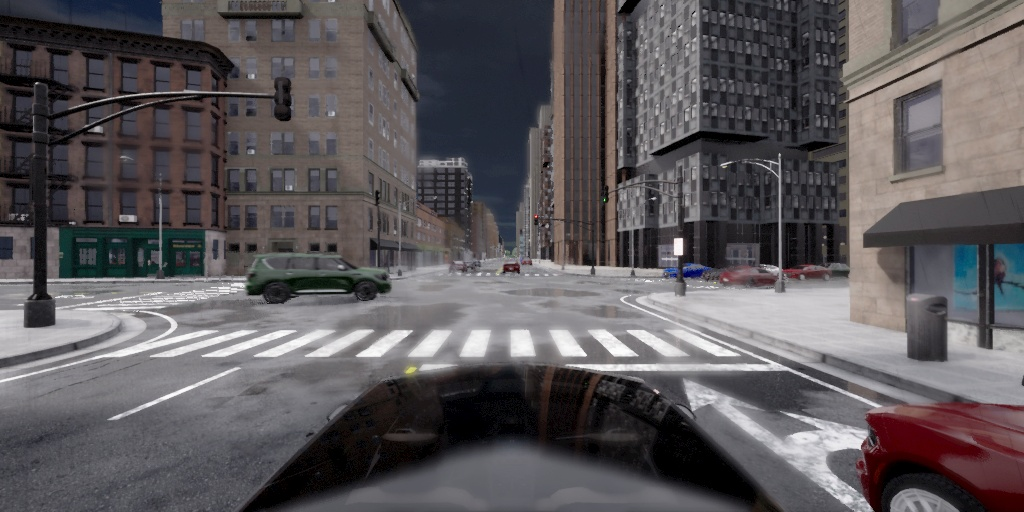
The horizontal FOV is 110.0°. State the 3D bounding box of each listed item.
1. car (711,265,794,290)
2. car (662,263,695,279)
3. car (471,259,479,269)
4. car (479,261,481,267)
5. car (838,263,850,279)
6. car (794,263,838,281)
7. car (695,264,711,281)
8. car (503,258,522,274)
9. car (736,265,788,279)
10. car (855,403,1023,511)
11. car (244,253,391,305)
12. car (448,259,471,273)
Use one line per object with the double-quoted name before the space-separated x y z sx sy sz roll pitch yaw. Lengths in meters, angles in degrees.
"car" 16.128 1.442 24.043 4.674 1.442 1.812 1 0 -18
"car" 17.031 1.486 34.791 5.008 1.535 1.882 1 0 -16
"car" -6.676 1.252 54.688 2.128 1.511 4.902 0 0 0
"car" -6.664 1.326 64.650 1.994 1.385 4.181 0 0 0
"car" 35.023 1.570 39.641 4.553 1.767 2.097 1 0 -13
"car" 28.334 1.593 34.618 5.008 1.535 1.882 1 0 -15
"car" 19.283 1.514 32.048 4.892 1.490 1.837 1 0 -17
"car" -0.052 1.235 42.174 1.882 1.535 5.008 0 0 1
"car" 26.014 1.639 37.360 4.674 1.442 1.812 1 0 -15
"car" 3.352 1.227 0.423 1.882 1.535 5.008 0 0 0
"car" -8.164 0.921 15.551 5.566 2.045 2.150 0 2 -18
"car" -6.666 1.284 44.727 1.812 1.442 4.674 0 0 0
